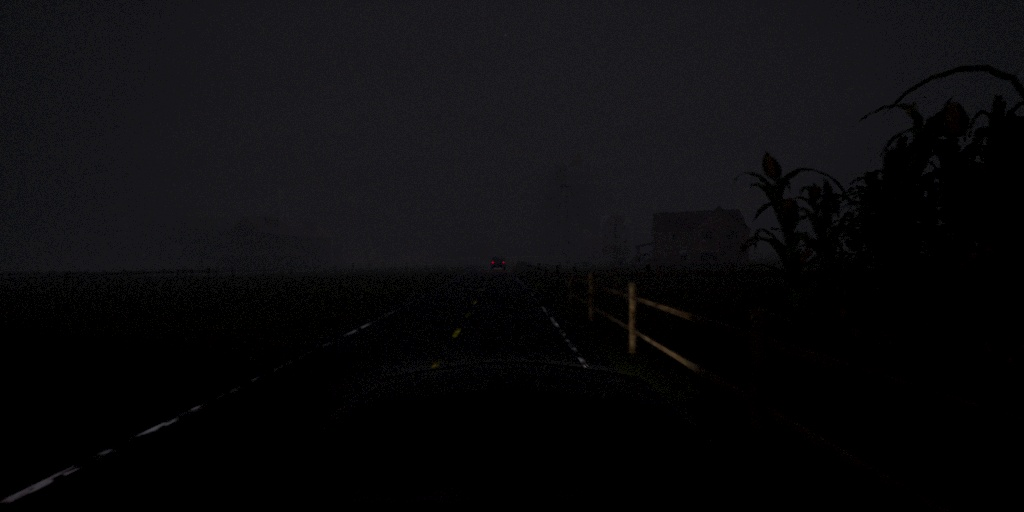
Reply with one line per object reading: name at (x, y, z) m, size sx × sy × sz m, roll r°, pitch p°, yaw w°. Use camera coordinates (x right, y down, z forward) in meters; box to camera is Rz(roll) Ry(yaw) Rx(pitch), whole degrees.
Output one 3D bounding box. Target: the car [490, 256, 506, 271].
car at (-2.008, 1.056, 52.472) m, size 2.150 × 2.045 × 5.566 m, roll 0°, pitch 0°, yaw -3°
